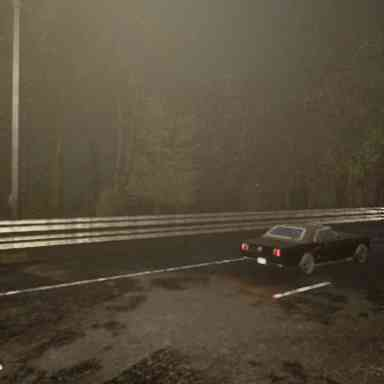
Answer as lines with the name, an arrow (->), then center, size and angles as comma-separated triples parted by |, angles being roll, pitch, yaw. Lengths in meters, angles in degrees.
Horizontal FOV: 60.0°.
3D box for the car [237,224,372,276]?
car -> 3.793, 1.685, 10.713 | 4.718, 1.301, 1.895 | 1, 0, -35
